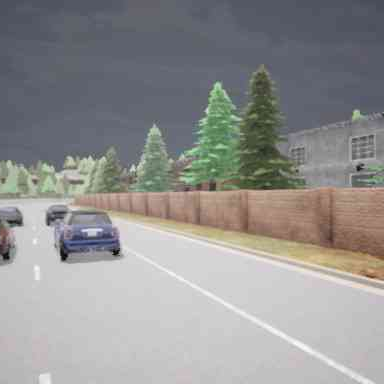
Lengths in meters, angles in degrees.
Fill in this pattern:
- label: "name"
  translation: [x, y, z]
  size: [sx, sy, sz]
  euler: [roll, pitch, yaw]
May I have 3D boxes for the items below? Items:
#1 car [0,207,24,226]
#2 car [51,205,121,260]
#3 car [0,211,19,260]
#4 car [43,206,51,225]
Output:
- label: "car"
  translation: [-14.042, 1.851, 25.560]
  size: [1.994, 1.385, 4.181]
  euler: [0, -1, -25]
- label: "car"
  translation: [-4.387, 1.507, 13.555]
  size: [2.097, 1.767, 4.553]
  euler: [0, -1, -25]
- label: "car"
  translation: [-7.743, 1.665, 12.466]
  size: [1.812, 1.442, 4.674]
  euler: [0, -1, -25]
- label: "car"
  translation: [-10.923, 1.816, 27.143]
  size: [1.837, 1.490, 4.892]
  euler: [0, 0, -25]
